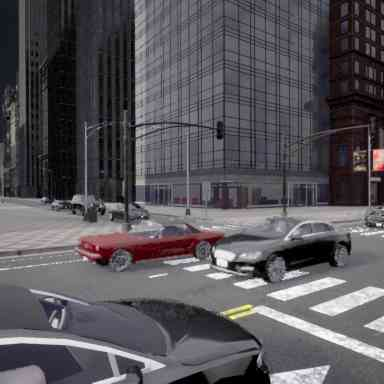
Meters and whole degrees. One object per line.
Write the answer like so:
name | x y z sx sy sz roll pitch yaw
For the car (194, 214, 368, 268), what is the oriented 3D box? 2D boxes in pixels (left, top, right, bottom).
car | 2.731 1.491 9.677 4.902 1.511 2.128 0 0 -36

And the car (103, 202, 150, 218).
car | -4.991 1.555 26.028 1.837 1.490 4.892 0 0 -35

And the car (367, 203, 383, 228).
car | 12.911 1.357 21.037 4.553 1.767 2.097 0 0 -36

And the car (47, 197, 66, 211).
car | -16.541 1.660 42.328 1.994 1.385 4.181 0 0 -36

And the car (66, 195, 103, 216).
car | -10.740 1.293 34.130 2.150 2.045 5.566 0 0 -36

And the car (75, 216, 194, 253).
car | -1.233 1.600 10.825 4.718 1.301 1.895 0 0 -36

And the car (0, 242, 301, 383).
car | -1.493 1.491 2.373 4.902 1.511 2.128 0 0 -36

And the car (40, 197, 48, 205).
car | -27.626 1.651 63.473 1.837 1.490 4.892 0 0 -35
